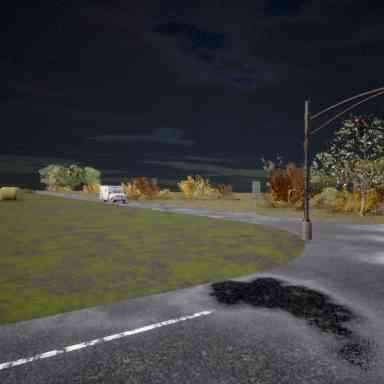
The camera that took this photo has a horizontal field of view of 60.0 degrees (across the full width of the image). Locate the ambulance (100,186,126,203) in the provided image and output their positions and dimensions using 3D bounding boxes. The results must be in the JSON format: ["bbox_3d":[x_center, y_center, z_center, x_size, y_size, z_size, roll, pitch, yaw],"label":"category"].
[{"bbox_3d":[-11.882,0.341,50.062,2.351,2.431,6.366,2,0,-32],"label":"ambulance"}]
